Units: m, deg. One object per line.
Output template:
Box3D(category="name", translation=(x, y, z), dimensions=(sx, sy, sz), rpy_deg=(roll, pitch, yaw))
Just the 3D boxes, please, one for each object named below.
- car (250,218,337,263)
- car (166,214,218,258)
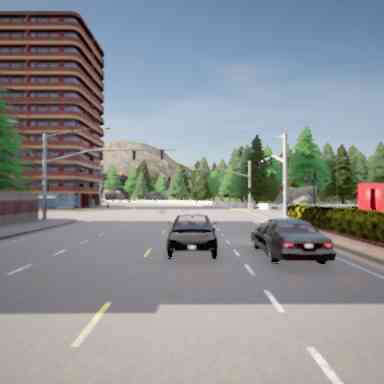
Box3D(category="car", translation=(3.508, 1.691, 12.481), dimensions=(2.033, 1.411, 5.357), rpy_deg=(0, -1, 0))
Box3D(category="car", translation=(0.017, 1.647, 13.479), dimensions=(2.128, 1.511, 4.902), rpy_deg=(0, -1, 0))
